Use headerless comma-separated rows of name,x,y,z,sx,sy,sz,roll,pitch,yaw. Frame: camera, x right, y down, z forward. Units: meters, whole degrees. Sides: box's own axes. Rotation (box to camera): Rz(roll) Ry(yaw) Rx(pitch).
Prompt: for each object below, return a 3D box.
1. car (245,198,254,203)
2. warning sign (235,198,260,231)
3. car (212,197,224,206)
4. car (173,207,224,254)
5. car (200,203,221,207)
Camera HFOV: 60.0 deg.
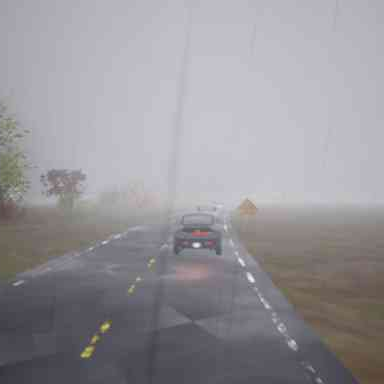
car,15.888,2.278,92.124,1.882,1.535,5.008,0,0,19
warning sign,3.202,1.297,19.296,1.300,1.860,1.060,0,-1,4
car,5.697,1.991,71.725,2.097,1.767,4.553,0,0,13
car,0.283,1.642,14.231,1.837,1.490,4.892,0,0,3
car,1.318,1.868,28.903,1.895,1.301,4.718,0,0,6
